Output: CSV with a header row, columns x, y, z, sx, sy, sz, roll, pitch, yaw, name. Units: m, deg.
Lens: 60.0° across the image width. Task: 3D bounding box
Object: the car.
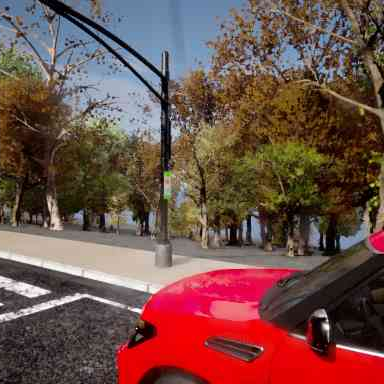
x,y,z,sx,sy,sz,roll,pitch,yaw,name
1.997,1.222,2.289,5.566,2.045,2.150,0,0,34,car
